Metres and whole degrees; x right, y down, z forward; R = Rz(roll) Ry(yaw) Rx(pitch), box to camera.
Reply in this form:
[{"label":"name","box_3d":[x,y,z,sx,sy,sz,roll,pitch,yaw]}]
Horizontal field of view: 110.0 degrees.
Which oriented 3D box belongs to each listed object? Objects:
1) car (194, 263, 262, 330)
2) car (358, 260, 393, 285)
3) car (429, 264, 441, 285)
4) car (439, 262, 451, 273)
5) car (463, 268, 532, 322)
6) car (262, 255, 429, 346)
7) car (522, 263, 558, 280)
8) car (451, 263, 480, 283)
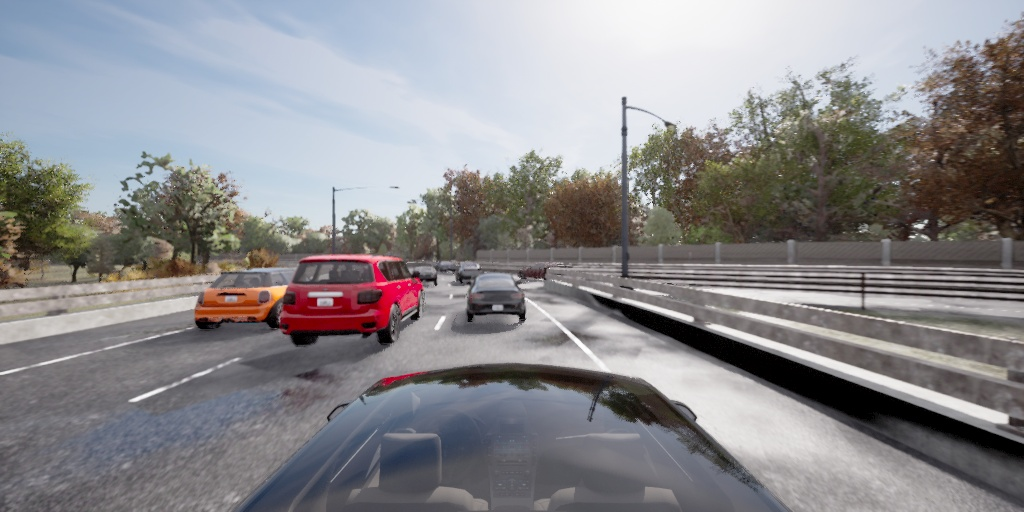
[{"label":"car","box_3d":[-7.557,1.153,11.539,2.097,1.767,4.553,0,0,-5]},{"label":"car","box_3d":[-10.549,1.200,28.072,2.097,1.767,4.553,0,0,-14]},{"label":"car","box_3d":[-6.597,1.431,26.922,1.895,1.301,4.718,0,0,-14]},{"label":"car","box_3d":[-8.641,1.409,45.325,2.033,1.411,5.357,0,0,-27]},{"label":"car","box_3d":[-0.606,1.301,12.449,1.812,1.442,4.674,0,0,-5]},{"label":"car","box_3d":[-3.855,1.004,9.707,2.150,2.045,5.566,0,0,-4]},{"label":"car","box_3d":[2.540,1.313,30.064,1.812,1.442,4.674,0,0,-40]},{"label":"car","box_3d":[-3.443,1.314,28.564,2.128,1.511,4.902,0,0,-13]}]
